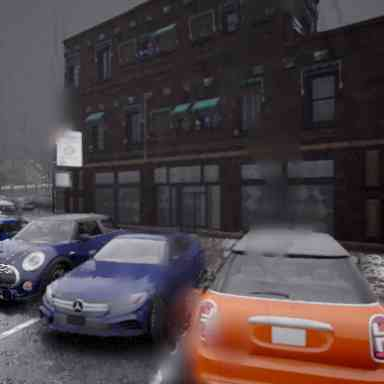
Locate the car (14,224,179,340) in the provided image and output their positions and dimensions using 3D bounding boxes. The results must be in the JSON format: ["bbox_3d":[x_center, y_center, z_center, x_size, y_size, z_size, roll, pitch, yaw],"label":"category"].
[{"bbox_3d":[-0.975,1.548,6.858,2.002,1.452,4.674,0,-1,16],"label":"car"}]

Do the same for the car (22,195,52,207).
[{"bbox_3d":[-20.350,1.458,43.834,5.566,2.045,2.435,0,1,14],"label":"car"}]

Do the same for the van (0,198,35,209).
[{"bbox_3d":[-8.281,1.329,12.214,1.878,1.987,4.442,0,-1,15],"label":"van"}]

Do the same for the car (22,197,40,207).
[{"bbox_3d":[-22.005,1.737,41.372,4.792,1.488,2.163,0,1,14],"label":"car"}]

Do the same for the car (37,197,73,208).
[{"bbox_3d":[-21.585,1.600,52.691,2.128,1.511,4.902,0,0,34],"label":"car"}]

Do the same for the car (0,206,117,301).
[{"bbox_3d":[-3.403,1.397,8.636,2.185,1.767,4.553,0,-1,15],"label":"car"}]

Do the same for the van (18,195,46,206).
[{"bbox_3d":[-29.316,1.583,61.001,4.442,1.987,1.878,-1,0,14],"label":"van"}]

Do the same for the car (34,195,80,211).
[{"bbox_3d":[-18.693,1.460,46.286,5.566,2.045,2.435,1,1,14],"label":"car"}]

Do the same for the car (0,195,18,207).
[{"bbox_3d":[-32.556,1.551,55.971,5.566,2.045,2.435,-1,-1,14],"label":"car"}]

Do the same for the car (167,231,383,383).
[{"bbox_3d":[1.452,1.367,5.081,2.185,1.767,4.553,0,-1,16],"label":"car"}]

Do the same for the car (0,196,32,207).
[{"bbox_3d":[-30.922,1.680,58.485,4.553,1.767,2.185,-1,-1,14],"label":"car"}]

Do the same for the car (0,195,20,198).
[{"bbox_3d":[-23.604,1.455,38.932,5.566,2.045,2.435,0,0,14],"label":"car"}]
